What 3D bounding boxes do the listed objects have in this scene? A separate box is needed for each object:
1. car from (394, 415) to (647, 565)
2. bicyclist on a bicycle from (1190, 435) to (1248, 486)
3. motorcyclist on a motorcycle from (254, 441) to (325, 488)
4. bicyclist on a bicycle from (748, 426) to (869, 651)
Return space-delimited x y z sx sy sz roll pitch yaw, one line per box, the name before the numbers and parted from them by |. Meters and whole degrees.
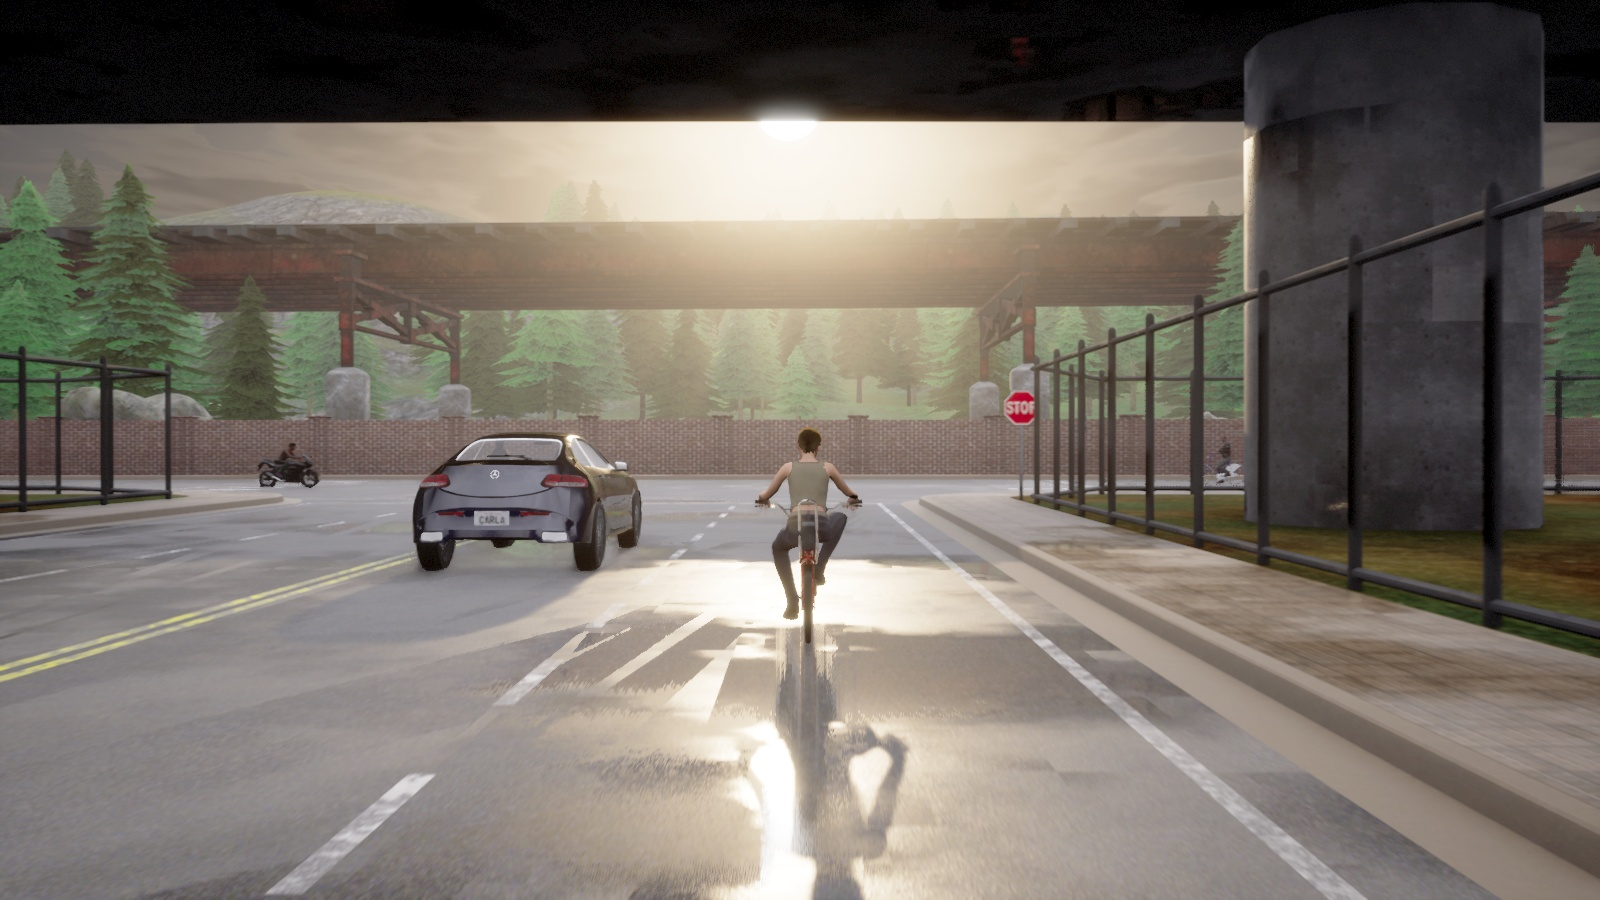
car | -3.391 0.430 16.382 2.152 1.651 5.027 0 0 0
bicyclist on a bicycle | 14.781 0.379 44.323 1.843 1.776 0.659 0 0 1
motorcyclist on a motorcycle | -16.847 0.481 41.463 2.044 1.523 0.797 0 0 0
bicyclist on a bicycle | 0.066 0.628 9.751 0.866 1.612 1.509 0 0 1
